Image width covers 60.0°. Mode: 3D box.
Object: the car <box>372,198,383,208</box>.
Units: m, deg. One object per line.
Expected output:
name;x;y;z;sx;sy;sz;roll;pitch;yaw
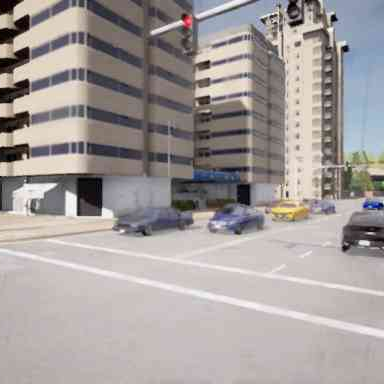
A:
car;27.685;1.638;48.717;1.895;1.301;4.718;0;0;32

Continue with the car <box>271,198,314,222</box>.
car;7.991;1.502;26.899;1.882;1.535;5.008;0;0;35

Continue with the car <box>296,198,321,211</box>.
car;15.098;1.540;42.965;1.812;1.442;4.674;0;0;36

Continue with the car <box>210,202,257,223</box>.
car;3.349;1.577;26.390;1.994;1.385;4.181;0;0;35

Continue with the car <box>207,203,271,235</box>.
car;2.682;1.549;19.341;1.812;1.442;4.674;0;0;35

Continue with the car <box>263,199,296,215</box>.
car;9.123;1.539;34.559;1.812;1.442;4.674;0;0;35

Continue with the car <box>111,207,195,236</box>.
car;-1.973;1.559;18.851;2.033;1.411;5.357;0;0;35

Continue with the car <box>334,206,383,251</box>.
car;7.463;1.550;13.690;1.837;1.490;4.892;0;0;35

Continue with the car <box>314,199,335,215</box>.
car;13.754;1.551;35.039;1.812;1.442;4.674;0;0;35

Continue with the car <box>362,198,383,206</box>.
car;21.812;1.515;40.078;1.882;1.535;5.008;0;0;35
